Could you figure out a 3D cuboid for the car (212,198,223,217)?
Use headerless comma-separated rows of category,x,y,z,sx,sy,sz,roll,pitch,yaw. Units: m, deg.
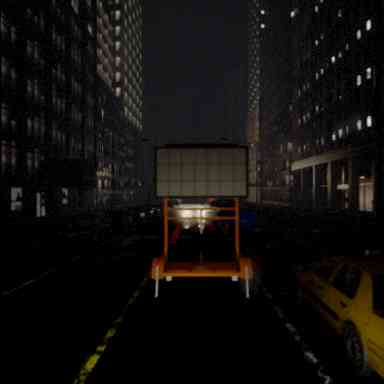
car,3.512,1.641,33.630,2.192,1.841,5.009,-1,-1,1

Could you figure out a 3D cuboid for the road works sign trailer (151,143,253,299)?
road works sign trailer,0.243,0.553,8.695,2.380,3.560,2.880,0,-1,1

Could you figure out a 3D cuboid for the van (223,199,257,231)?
van,3.244,1.553,22.266,1.690,1.788,3.998,-1,-1,1

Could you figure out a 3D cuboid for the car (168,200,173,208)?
car,-4.461,2.092,50.870,2.008,1.369,4.403,-1,-1,1

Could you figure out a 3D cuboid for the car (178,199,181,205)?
car,-3.924,2.351,73.596,1.802,1.307,4.206,-1,-1,1

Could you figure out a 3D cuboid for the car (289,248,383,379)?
car,2.849,1.567,5.388,1.752,1.417,4.829,-1,-1,1

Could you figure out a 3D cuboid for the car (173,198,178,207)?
car,-4.193,2.206,62.233,2.008,1.369,4.403,-1,-1,1

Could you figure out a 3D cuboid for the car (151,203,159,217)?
car,-4.863,1.921,33.824,2.008,1.369,4.403,-1,-1,1

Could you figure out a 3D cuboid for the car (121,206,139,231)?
car,-5.131,1.821,22.461,1.947,1.339,4.313,-1,-1,1

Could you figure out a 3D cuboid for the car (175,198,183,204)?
car,-3.526,2.463,90.473,1.752,1.417,4.829,-1,-1,1

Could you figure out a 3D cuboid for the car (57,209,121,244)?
car,-5.265,1.749,16.779,2.008,1.369,4.403,-1,-1,1

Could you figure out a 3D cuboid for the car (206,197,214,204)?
car,4.852,2.210,90.448,2.192,1.841,5.009,-1,-1,1

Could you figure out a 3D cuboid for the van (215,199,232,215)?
van,3.646,1.725,39.311,1.690,1.788,3.998,-1,-1,1

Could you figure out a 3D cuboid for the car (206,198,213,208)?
car,4.186,2.162,62.036,2.008,1.369,4.403,-1,-1,1

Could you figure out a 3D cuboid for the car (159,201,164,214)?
car,-4.728,2.009,39.506,1.802,1.307,4.206,-1,-1,1

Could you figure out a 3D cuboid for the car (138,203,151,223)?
car,-4.997,1.857,28.143,1.887,1.381,4.507,-1,-1,1
